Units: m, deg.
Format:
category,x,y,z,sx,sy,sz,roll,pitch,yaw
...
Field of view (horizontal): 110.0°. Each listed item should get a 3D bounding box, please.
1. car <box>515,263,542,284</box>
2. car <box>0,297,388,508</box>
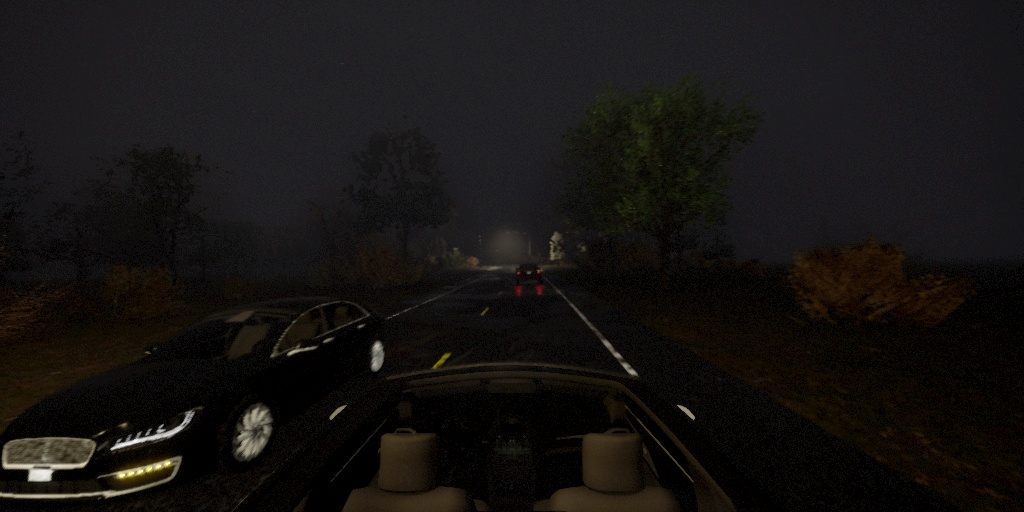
category,x,y,z,sx,sy,sz,roll,pitch,yaw
car,1.383,1.337,29.935,2.097,1.767,4.553,-2,-1,2
car,-3.425,1.425,5.129,1.837,1.490,4.892,-2,-1,3
